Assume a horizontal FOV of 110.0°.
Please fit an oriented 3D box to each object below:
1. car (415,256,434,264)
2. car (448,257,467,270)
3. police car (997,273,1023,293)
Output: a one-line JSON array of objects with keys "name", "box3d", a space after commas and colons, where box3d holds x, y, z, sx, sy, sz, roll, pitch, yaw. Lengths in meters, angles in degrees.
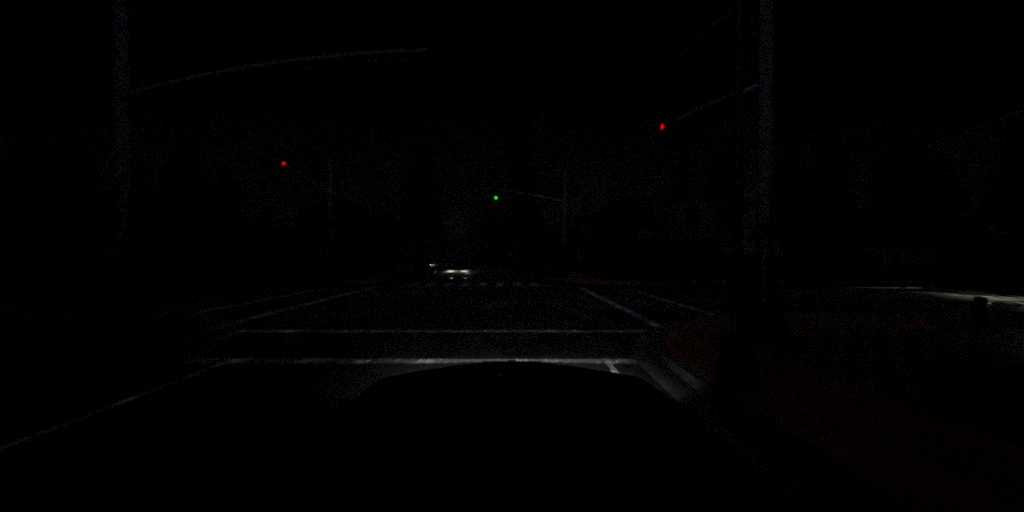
[{"name": "car", "box3d": [-15.103, 0.700, 61.644, 2.033, 1.411, 5.357, 0, 1, -31]}, {"name": "car", "box3d": [-6.511, 0.811, 42.363, 1.882, 1.535, 5.008, 0, 1, -15]}, {"name": "police car", "box3d": [25.911, 1.020, 16.715, 5.238, 1.638, 1.930, 0, 1, 2]}]
